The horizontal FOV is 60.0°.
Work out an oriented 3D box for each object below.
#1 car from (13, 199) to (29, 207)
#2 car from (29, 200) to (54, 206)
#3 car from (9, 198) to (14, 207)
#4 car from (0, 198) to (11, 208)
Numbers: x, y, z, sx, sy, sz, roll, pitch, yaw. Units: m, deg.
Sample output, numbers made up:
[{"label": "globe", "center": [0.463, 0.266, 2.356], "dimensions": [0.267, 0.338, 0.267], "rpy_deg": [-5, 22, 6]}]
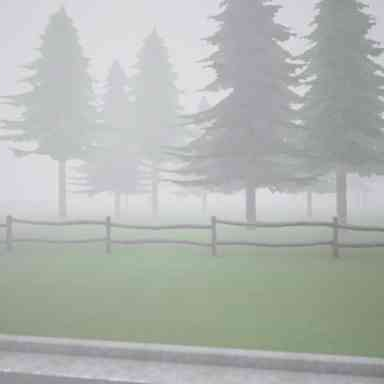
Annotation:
[{"label": "car", "center": [-33.071, 2.221, 66.976], "dimensions": [1.812, 1.442, 4.674], "rpy_deg": [-1, 0, 10]}, {"label": "car", "center": [-29.614, 2.259, 66.423], "dimensions": [1.895, 1.301, 4.718], "rpy_deg": [-1, 0, 10]}, {"label": "car", "center": [-36.529, 2.084, 67.530], "dimensions": [2.097, 1.767, 4.553], "rpy_deg": [-1, 0, 10]}, {"label": "car", "center": [-31.744, 2.168, 52.923], "dimensions": [1.812, 1.442, 4.674], "rpy_deg": [-1, 0, 9]}]
